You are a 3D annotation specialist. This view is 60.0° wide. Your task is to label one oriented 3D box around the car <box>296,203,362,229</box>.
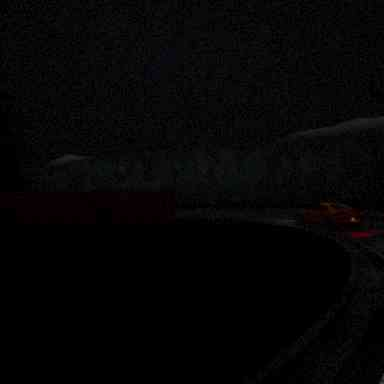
[{"bbox_3d":[8.538,1.421,21.245,1.882,1.535,5.008,0,-1,-13],"label":"car"}]
